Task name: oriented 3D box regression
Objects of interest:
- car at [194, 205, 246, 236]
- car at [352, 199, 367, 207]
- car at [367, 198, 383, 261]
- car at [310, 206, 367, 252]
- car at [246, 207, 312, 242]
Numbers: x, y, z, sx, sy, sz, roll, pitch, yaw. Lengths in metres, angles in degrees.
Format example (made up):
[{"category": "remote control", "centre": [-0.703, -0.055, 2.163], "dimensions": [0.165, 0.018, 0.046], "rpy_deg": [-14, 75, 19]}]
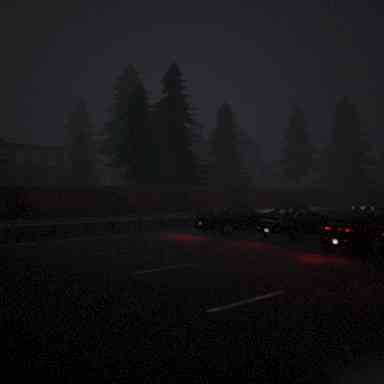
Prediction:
[{"category": "car", "centre": [2.442, 1.463, 18.424], "dimensions": [5.008, 1.535, 1.882], "rpy_deg": [0, 0, -35]}, {"category": "car", "centre": [15.216, 1.317, 27.523], "dimensions": [4.553, 1.767, 2.097], "rpy_deg": [0, 0, -35]}, {"category": "car", "centre": [7.331, 1.199, 9.024], "dimensions": [5.566, 2.045, 2.150], "rpy_deg": [1, -1, -35]}, {"category": "car", "centre": [7.015, 1.489, 13.082], "dimensions": [4.892, 1.490, 1.837], "rpy_deg": [0, 0, -35]}, {"category": "car", "centre": [5.288, 1.476, 16.147], "dimensions": [4.902, 1.511, 2.128], "rpy_deg": [0, 0, -35]}]
